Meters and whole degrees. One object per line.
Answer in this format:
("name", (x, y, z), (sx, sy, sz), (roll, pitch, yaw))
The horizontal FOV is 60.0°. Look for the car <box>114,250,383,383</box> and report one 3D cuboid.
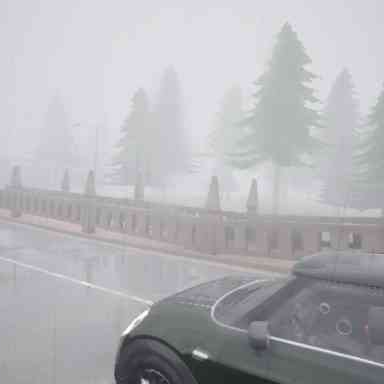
("car", (1.414, 1.351, 2.977), (4.553, 1.767, 2.097), (0, 0, 35))
